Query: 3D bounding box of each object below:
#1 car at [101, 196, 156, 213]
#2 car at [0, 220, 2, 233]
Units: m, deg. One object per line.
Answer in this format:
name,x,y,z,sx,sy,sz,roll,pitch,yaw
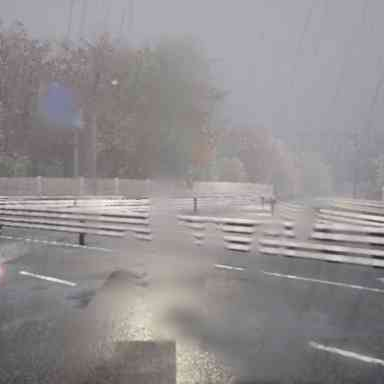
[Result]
car,-5.552,1.116,29.375,4.892,1.490,1.837,0,1,-31
car,-10.026,1.257,13.740,4.902,1.511,2.128,1,1,27
